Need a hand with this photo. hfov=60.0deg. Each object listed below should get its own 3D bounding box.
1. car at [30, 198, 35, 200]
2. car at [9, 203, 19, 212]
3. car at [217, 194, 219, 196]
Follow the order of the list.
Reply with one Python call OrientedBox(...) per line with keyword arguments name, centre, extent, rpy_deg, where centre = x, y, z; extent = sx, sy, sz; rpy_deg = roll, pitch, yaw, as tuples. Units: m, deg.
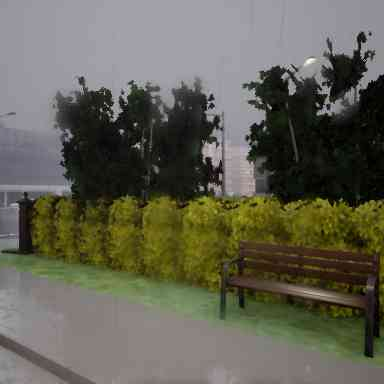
OrientedBox(name="car", centre=(-15.847, 1.515, 36.090), extent=(1.994, 1.385, 4.181), rpy_deg=(0, 0, 35))
OrientedBox(name="car", centre=(-18.568, 1.477, 38.326), extent=(1.812, 1.442, 4.674), rpy_deg=(0, 0, 33))
OrientedBox(name="car", centre=(4.917, 0.786, 65.533), extent=(1.812, 1.442, 4.674), rpy_deg=(0, 1, 36))
